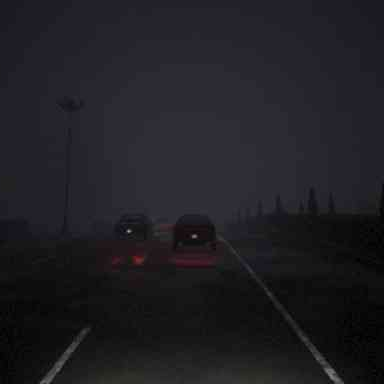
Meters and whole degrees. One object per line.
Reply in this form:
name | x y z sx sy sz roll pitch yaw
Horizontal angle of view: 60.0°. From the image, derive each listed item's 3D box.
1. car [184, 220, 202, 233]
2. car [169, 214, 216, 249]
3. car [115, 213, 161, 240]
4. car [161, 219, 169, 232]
car | 0.096 3.839 36.773 1.895 1.301 4.718 0 -8 0
car | 0.098 1.806 16.170 1.882 1.535 5.008 0 -3 0
car | -3.403 2.067 20.416 2.128 1.511 4.902 0 -4 0
car | -3.405 4.047 40.206 2.097 1.767 4.553 0 -7 0
